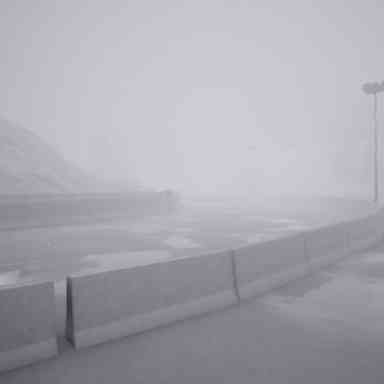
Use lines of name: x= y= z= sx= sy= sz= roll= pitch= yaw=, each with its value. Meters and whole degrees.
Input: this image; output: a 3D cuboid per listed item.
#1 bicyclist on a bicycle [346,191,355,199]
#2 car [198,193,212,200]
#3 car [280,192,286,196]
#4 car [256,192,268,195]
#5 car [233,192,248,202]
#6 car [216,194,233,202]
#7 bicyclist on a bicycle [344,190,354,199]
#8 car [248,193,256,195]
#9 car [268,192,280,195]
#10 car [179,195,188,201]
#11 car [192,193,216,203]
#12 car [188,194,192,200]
bicyclist on a bicycle: x=35.345 y=0.545 z=73.062 sx=1.656 sy=1.620 sz=0.582 roll=21 pitch=-7 yaw=-19
car: x=3.250 y=1.071 z=83.963 sx=2.097 sy=1.767 sz=4.553 roll=-1 pitch=0 yaw=-21
car: x=23.478 y=0.655 z=89.845 sx=1.837 sy=1.490 sz=4.892 roll=-1 pitch=0 yaw=-21
car: x=16.939 y=0.824 z=87.352 sx=2.033 sy=1.411 sz=5.357 roll=-1 pitch=0 yaw=-21
car: x=9.026 y=1.200 z=68.826 sx=1.837 sy=1.490 sz=4.892 roll=-1 pitch=0 yaw=-21
car: x=5.626 y=1.307 z=67.914 sx=2.033 sy=1.411 sz=5.357 roll=-1 pitch=0 yaw=-21
bicyclist on a bicycle: x=34.982 y=0.545 z=74.088 sx=1.656 sy=1.620 sz=0.582 roll=24 pitch=-8 yaw=-19
car: x=13.669 y=0.874 z=86.104 sx=2.128 sy=1.511 sz=4.902 roll=-1 pitch=0 yaw=-21
car: x=20.209 y=0.759 z=88.598 sx=2.033 sy=1.411 sz=5.357 roll=-1 pitch=0 yaw=-21
car: x=-3.280 y=1.440 z=81.456 sx=1.895 sy=1.301 sz=4.718 roll=-1 pitch=0 yaw=-21
car: x=2.337 y=1.376 z=66.699 sx=2.033 sy=1.411 sz=5.357 roll=-1 pitch=0 yaw=-21
car: x=-0.011 y=1.305 z=82.702 sx=1.812 sy=1.442 sz=4.674 roll=-1 pitch=0 yaw=-21
